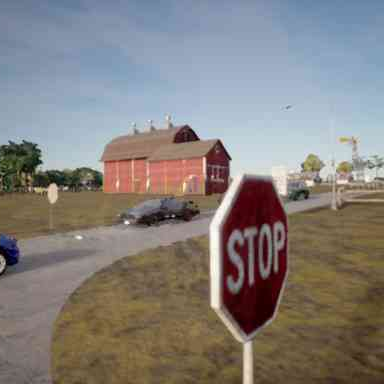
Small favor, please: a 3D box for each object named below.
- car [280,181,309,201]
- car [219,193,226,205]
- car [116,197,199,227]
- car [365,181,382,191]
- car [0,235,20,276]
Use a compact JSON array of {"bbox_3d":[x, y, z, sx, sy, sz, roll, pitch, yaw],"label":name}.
[{"bbox_3d":[10.800,-0.144,35.619,2.150,2.045,5.566,-1,2,37],"label":"car"},{"bbox_3d":[4.420,0.276,27.010,2.150,2.045,5.566,-1,2,37],"label":"car"},{"bbox_3d":[-1.709,1.018,18.724,2.033,1.411,5.357,-1,2,36],"label":"car"},{"bbox_3d":[31.507,-0.978,58.677,2.033,1.411,5.357,-1,1,36],"label":"car"},{"bbox_3d":[-6.491,1.415,7.295,1.882,1.535,5.008,-1,2,37],"label":"car"}]
